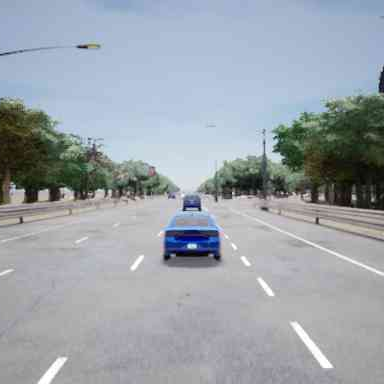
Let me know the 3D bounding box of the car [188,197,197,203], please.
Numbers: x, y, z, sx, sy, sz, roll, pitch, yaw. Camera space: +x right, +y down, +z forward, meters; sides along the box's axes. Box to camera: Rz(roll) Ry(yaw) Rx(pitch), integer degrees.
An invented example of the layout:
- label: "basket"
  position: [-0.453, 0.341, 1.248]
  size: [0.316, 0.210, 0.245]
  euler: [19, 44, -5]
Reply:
- label: "car"
  position: [0.019, 1.722, 71.666]
  size: [1.895, 1.301, 4.718]
  euler: [0, 0, 0]

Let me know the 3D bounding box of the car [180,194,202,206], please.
- label: "car"
  position: [0.009, 1.294, 40.532]
  size: [2.150, 2.045, 5.566]
  euler: [0, 0, 0]

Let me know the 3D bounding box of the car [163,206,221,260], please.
- label: "car"
  position: [0.006, 1.500, 12.567]
  size: [1.882, 1.535, 5.008]
  euler: [0, 0, 0]
